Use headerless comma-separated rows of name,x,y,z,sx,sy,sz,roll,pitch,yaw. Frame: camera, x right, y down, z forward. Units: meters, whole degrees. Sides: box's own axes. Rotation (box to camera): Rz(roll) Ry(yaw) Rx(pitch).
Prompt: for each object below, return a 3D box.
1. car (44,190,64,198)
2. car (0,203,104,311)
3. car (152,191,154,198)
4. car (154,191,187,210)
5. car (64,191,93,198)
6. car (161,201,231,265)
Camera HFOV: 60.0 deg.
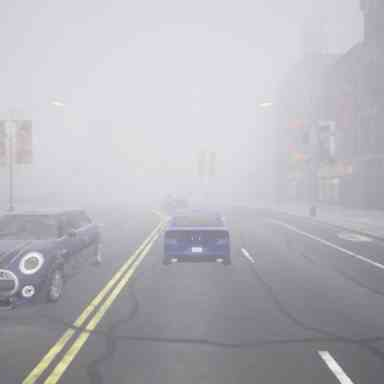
car,-25.553,0.309,62.282,4.674,1.452,2.002,0,1,20
car,-3.590,1.200,7.684,2.097,1.767,4.553,0,1,0
car,-2.725,0.822,40.294,1.895,1.301,4.718,-1,1,-31
car,-1.671,0.925,29.296,2.128,1.511,4.902,0,1,-15
car,-20.257,0.428,60.096,4.718,1.301,1.895,1,1,30
car,0.136,1.265,10.912,1.882,1.535,5.008,0,1,0
